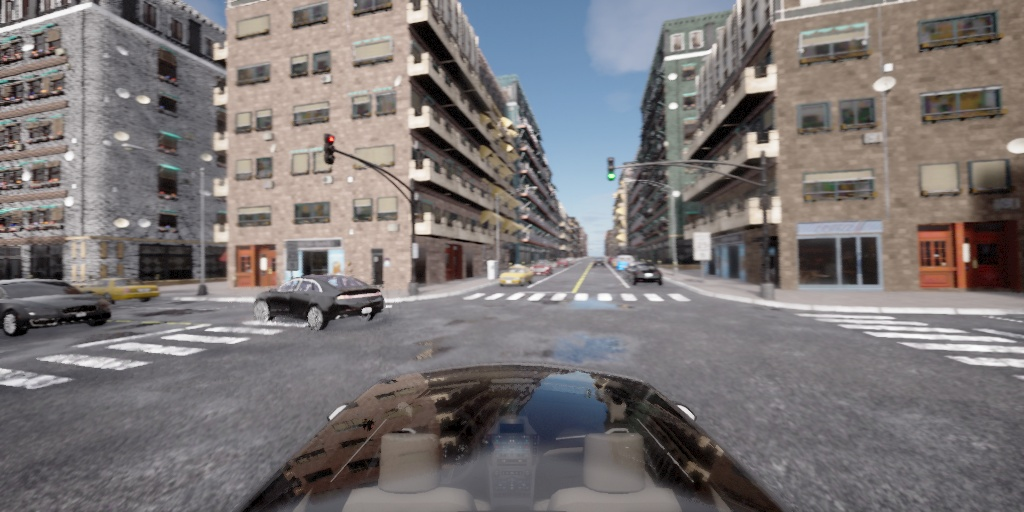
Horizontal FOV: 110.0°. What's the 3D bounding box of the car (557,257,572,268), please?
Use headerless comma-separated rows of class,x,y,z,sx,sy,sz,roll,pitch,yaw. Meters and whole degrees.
car,8.213,1.157,58.042,1.888,1.381,4.507,0,0,13

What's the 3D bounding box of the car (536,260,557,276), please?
car,3.005,1.149,36.081,1.967,1.591,4.097,0,0,13

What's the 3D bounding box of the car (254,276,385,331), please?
car,-6.261,1.374,11.477,4.902,1.511,2.128,-1,-1,30

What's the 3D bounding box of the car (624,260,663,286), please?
car,8.554,1.138,23.166,1.948,1.339,4.313,0,0,13

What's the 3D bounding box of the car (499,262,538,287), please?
car,0.363,1.285,24.934,1.751,1.417,4.829,0,0,13

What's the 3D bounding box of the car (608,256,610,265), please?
car,16.365,1.007,56.107,1.802,1.307,4.207,0,0,13

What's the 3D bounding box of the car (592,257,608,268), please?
car,13.036,1.024,53.728,1.812,1.442,4.674,-1,0,13

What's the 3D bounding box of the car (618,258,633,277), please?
car,9.856,1.098,28.656,2.007,1.370,4.403,0,0,13

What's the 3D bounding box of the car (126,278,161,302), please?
car,-20.512,1.699,18.362,4.829,1.417,1.751,0,0,14

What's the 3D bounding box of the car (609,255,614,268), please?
car,15.103,0.974,50.783,1.751,1.417,4.829,0,0,13

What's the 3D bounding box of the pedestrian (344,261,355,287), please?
pedestrian,-8.275,1.156,18.289,0.375,1.860,0.375,-1,-1,14

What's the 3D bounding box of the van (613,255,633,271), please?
van,12.459,0.839,39.636,1.690,1.789,3.998,0,0,13

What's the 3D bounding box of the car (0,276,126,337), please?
car,-14.736,1.483,10.935,4.892,1.490,1.837,-1,-1,15
